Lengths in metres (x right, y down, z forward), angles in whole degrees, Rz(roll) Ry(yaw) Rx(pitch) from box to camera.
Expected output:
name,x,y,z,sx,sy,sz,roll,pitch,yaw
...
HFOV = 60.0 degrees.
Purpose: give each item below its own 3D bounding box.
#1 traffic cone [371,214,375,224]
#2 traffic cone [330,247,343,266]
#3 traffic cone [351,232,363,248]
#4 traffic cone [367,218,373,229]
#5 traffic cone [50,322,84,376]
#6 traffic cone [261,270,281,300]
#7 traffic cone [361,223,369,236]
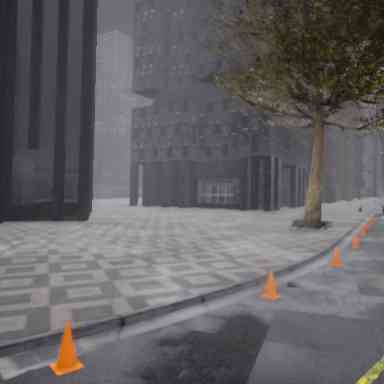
name,x,y,z,sx,sy,sz,roll,pitch,yaw
traffic cone,15.061,2.367,27.918,0.340,0.580,0.340,0,0,31
traffic cone,4.810,2.136,11.080,0.340,0.580,0.340,0,-1,37
traffic cone,7.391,2.197,15.027,0.340,0.580,0.340,0,-1,31
traffic cone,12.505,2.317,23.620,0.340,0.580,0.340,0,0,31
traffic cone,-1.643,2.013,4.391,0.340,0.580,0.340,1,-1,-39
traffic cone,1.795,2.073,7.531,0.340,0.580,0.340,0,-1,44
traffic cone,9.948,2.258,19.324,0.340,0.580,0.340,0,-1,31
